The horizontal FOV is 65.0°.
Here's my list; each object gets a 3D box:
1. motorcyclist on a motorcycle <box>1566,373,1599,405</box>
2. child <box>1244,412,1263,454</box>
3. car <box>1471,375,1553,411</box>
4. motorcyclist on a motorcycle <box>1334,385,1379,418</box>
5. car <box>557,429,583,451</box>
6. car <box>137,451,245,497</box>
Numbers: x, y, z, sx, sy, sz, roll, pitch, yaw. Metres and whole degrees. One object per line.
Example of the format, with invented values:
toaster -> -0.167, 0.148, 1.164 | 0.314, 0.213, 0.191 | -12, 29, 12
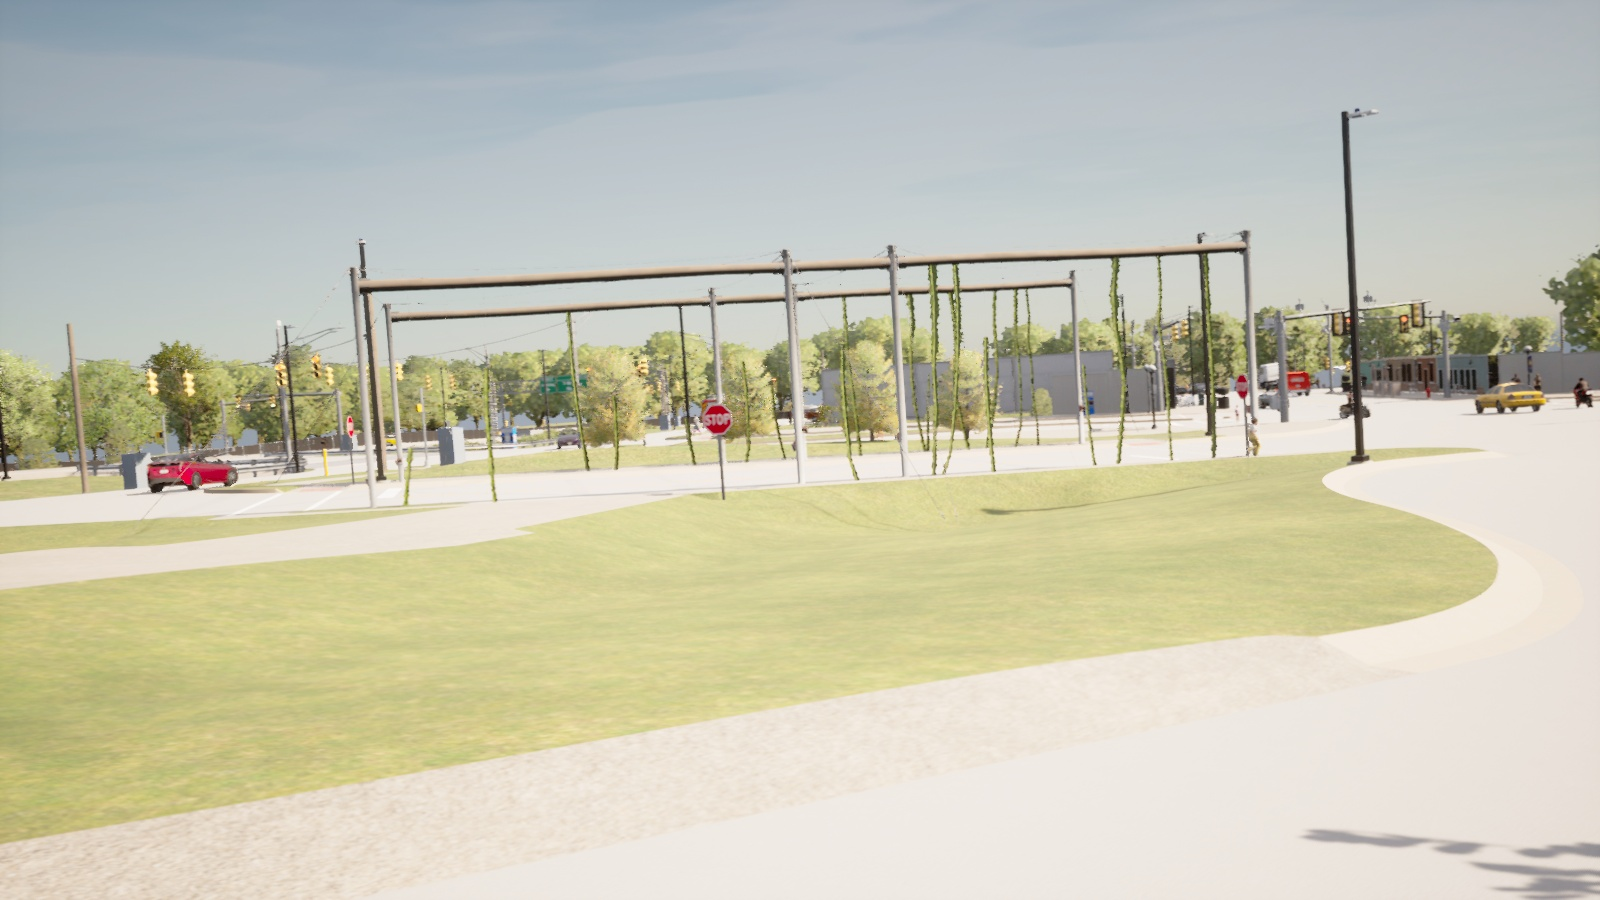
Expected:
motorcyclist on a motorcycle -> 38.699, -3.002, 61.999 | 0.797, 1.523, 2.044 | -4, 1, 13
child -> 14.151, -0.528, 39.186 | 0.437, 1.263, 0.270 | -5, 3, -8
car -> 34.907, -2.788, 61.744 | 1.801, 1.575, 5.366 | -4, 1, 11
motorcyclist on a motorcycle -> 30.130, -2.609, 68.000 | 0.766, 1.649, 2.350 | -6, 2, -16
car -> -17.277, -0.756, 94.232 | 1.816, 1.474, 4.193 | -4, 2, -11
car -> -24.958, 0.950, 51.654 | 2.007, 1.525, 4.514 | -4, 1, 3
